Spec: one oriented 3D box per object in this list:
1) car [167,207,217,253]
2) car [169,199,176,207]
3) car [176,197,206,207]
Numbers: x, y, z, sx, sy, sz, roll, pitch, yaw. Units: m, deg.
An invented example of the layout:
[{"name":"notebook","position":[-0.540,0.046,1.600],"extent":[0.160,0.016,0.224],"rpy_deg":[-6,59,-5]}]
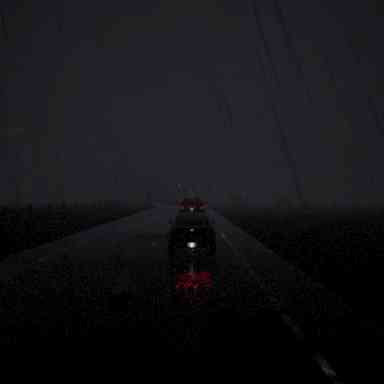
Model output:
[{"name":"car","position":[0.001,1.641,14.292],"extent":[1.837,1.490,4.892],"rpy_deg":[0,0,0]},{"name":"car","position":[-3.520,2.047,65.262],"extent":[1.882,1.535,5.008],"rpy_deg":[0,-1,0]},{"name":"car","position":[-0.006,1.481,29.023],"extent":[2.150,2.045,5.566],"rpy_deg":[0,0,0]}]
